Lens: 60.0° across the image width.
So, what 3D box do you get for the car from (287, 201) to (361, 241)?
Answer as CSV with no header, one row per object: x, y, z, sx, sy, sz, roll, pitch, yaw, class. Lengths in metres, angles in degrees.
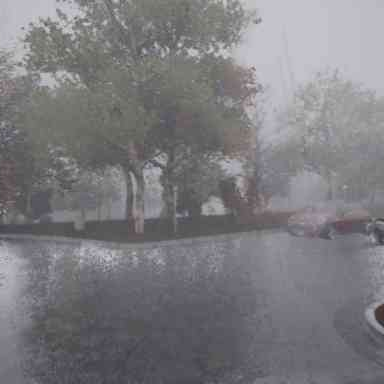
6.693,1.245,16.163,4.553,1.767,2.097,-1,0,-35,car

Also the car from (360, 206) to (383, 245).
9.344,1.353,13.562,4.902,1.511,2.128,-1,0,-34,car
